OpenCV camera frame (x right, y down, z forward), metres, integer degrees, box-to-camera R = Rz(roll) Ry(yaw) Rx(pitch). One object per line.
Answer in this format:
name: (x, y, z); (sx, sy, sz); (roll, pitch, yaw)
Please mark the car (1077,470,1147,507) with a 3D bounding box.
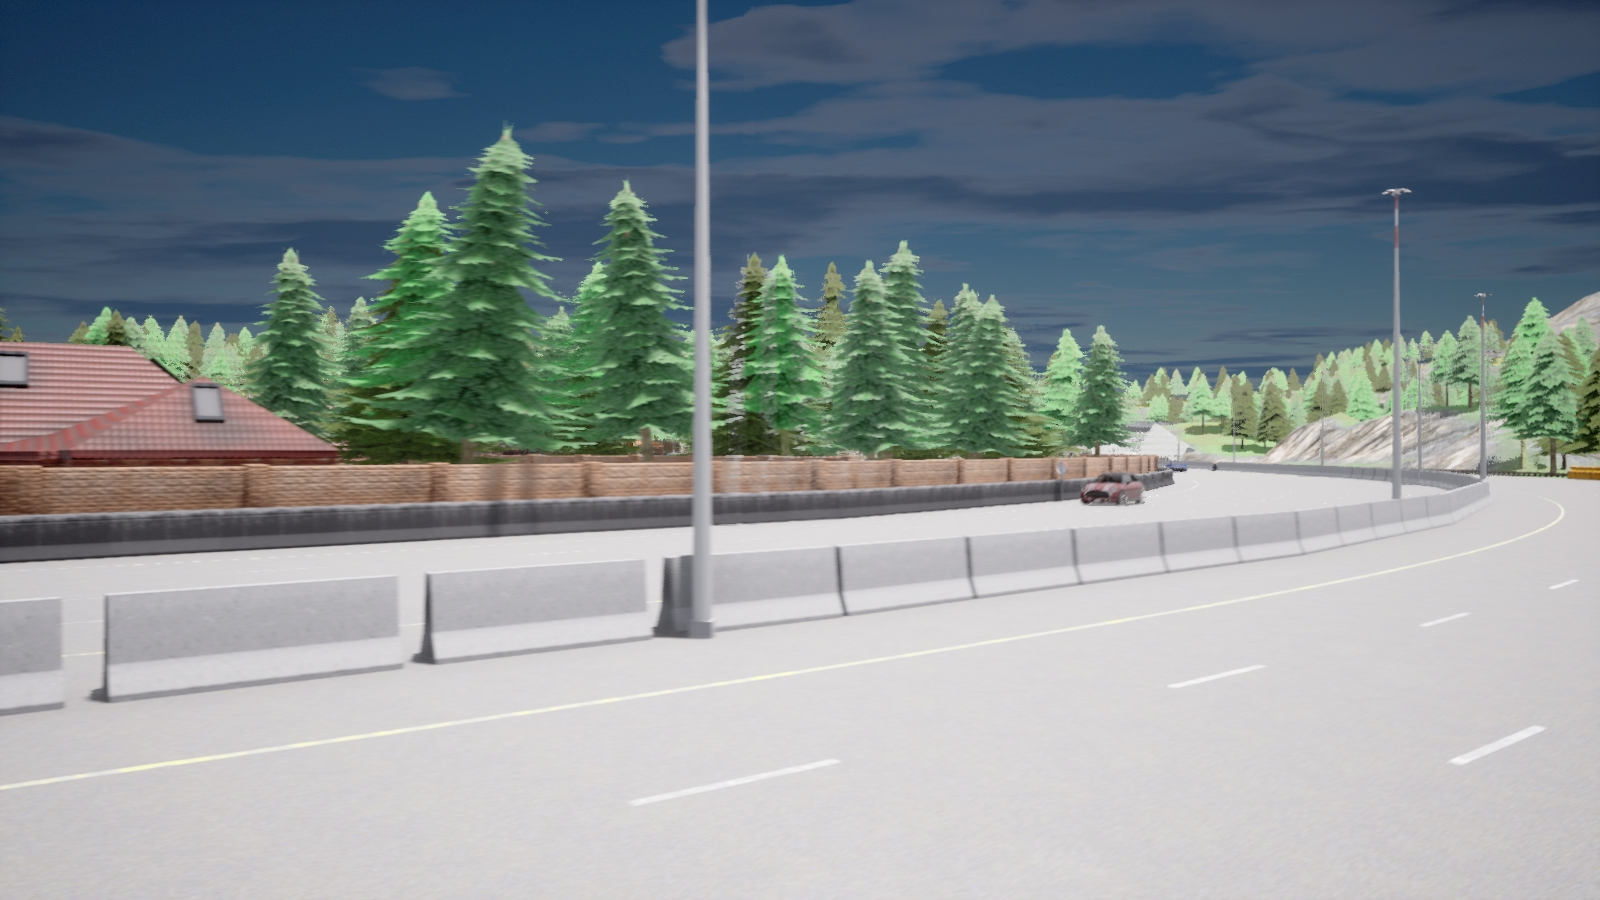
car: (16.280, 1.964, 59.401); (2.097, 1.767, 4.553); (0, 0, 35)
